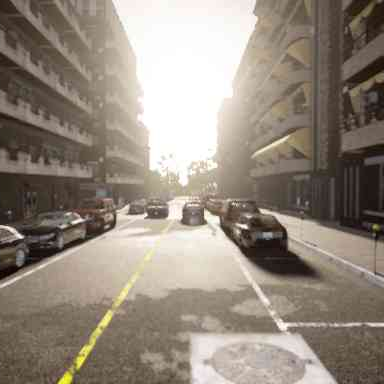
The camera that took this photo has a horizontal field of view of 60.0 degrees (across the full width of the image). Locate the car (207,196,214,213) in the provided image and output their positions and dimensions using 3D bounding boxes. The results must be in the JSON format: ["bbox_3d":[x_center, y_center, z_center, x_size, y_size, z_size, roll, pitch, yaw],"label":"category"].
[{"bbox_3d":[2.677,1.459,36.058,1.752,1.417,4.829,-1,0,0],"label":"car"}]

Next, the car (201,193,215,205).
[{"bbox_3d":[2.674,1.208,57.985,2.192,1.841,5.009,-1,0,0],"label":"car"}]

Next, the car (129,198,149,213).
[{"bbox_3d":[-5.702,1.485,35.839,2.008,1.369,4.403,-1,0,0],"label":"car"}]

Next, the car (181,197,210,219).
[{"bbox_3d":[0.096,1.440,28.033,2.128,1.511,4.902,0,0,0],"label":"car"}]

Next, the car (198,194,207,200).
[{"bbox_3d":[2.677,1.275,85.606,1.967,1.590,4.097,-1,0,0],"label":"car"}]

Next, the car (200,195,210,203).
[{"bbox_3d":[2.678,1.415,69.034,1.887,1.381,4.507,-1,0,0],"label":"car"}]

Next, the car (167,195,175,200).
[{"bbox_3d":[-5.797,1.405,91.076,1.802,1.307,4.206,-1,0,0],"label":"car"}]

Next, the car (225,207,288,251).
[{"bbox_3d":[2.677,1.541,13.791,1.947,1.339,4.313,-1,0,0],"label":"car"}]

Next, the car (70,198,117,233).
[{"bbox_3d":[-5.707,1.279,19.267,2.192,1.841,5.009,-1,0,0],"label":"car"}]

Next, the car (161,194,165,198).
[{"bbox_3d":[-5.702,1.428,52.243,1.752,1.417,4.829,-1,0,0],"label":"car"}]

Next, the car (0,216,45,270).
[{"bbox_3d":[-5.703,1.535,8.220,2.008,1.369,4.403,-1,0,0],"label":"car"}]

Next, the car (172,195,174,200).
[{"bbox_3d":[-5.701,1.372,79.864,1.752,1.417,4.829,-1,0,0],"label":"car"}]

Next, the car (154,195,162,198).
[{"bbox_3d":[-5.702,1.458,46.888,1.887,1.381,4.507,-1,0,0],"label":"car"}]

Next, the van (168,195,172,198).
[{"bbox_3d":[-5.705,1.211,68.985,1.690,1.788,3.998,-1,0,0],"label":"van"}]

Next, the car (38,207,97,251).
[{"bbox_3d":[-5.703,1.525,13.743,2.008,1.369,4.403,-1,0,0],"label":"car"}]

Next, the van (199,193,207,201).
[{"bbox_3d":[2.675,1.188,80.082,1.690,1.788,3.998,-1,0,0],"label":"van"}]

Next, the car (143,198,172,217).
[{"bbox_3d":[-3.098,1.543,31.216,1.895,1.301,4.718,0,0,0],"label":"car"}]

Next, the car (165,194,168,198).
[{"bbox_3d":[-5.701,1.458,57.937,1.947,1.339,4.313,-1,0,0],"label":"car"}]

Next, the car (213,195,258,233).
[{"bbox_3d":[2.673,1.280,19.315,2.192,1.841,5.009,-1,0,0],"label":"car"}]

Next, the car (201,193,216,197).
[{"bbox_3d":[2.673,1.229,46.936,2.192,1.841,5.009,-1,0,0],"label":"car"}]

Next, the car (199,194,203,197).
[{"bbox_3d":[0.096,1.402,40.818,1.882,1.535,5.008,0,0,0],"label":"car"}]
